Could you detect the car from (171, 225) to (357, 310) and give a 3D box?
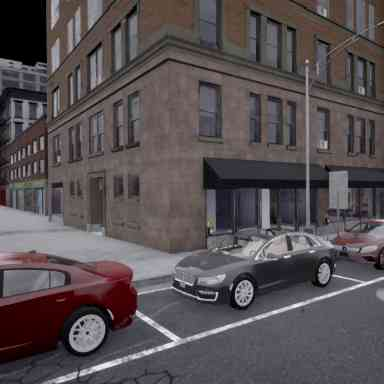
[{"bbox_3d":[1.591,1.550,7.684,4.403,1.369,2.008,0,-1,-36],"label":"car"}]

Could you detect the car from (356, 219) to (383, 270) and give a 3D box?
[{"bbox_3d":[6.133,1.581,10.931,4.206,1.307,1.802,0,-1,-36],"label":"car"}]

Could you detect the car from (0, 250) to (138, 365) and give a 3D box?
[{"bbox_3d":[-2.950,1.545,4.438,4.507,1.381,1.887,0,-1,-36],"label":"car"}]
